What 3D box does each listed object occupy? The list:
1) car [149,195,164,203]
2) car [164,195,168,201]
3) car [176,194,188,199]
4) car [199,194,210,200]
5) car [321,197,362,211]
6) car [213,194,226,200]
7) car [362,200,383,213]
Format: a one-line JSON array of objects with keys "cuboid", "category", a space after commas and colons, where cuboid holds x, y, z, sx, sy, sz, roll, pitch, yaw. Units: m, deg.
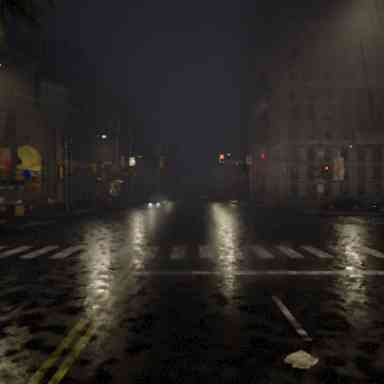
[{"cuboid": [-7.005, 1.457, 63.405, 1.895, 1.301, 4.718, 0, 0, 1], "category": "car"}, {"cuboid": [-6.720, 1.348, 78.432, 2.128, 1.511, 4.902, 0, 0, 3], "category": "car"}, {"cuboid": [-2.847, 1.304, 93.599, 2.128, 1.511, 4.902, 0, 0, 22], "category": "car"}, {"cuboid": [3.296, 1.320, 90.153, 1.812, 1.442, 4.674, 0, 0, 22], "category": "car"}, {"cuboid": [17.455, 1.417, 38.933, 4.892, 1.490, 1.837, 0, 0, 2], "category": "car"}, {"cuboid": [7.081, 1.296, 90.090, 1.837, 1.490, 4.892, 0, 0, 25], "category": "car"}, {"cuboid": [21.218, 1.425, 35.358, 4.892, 1.490, 1.837, 0, 0, 0], "category": "car"}]
